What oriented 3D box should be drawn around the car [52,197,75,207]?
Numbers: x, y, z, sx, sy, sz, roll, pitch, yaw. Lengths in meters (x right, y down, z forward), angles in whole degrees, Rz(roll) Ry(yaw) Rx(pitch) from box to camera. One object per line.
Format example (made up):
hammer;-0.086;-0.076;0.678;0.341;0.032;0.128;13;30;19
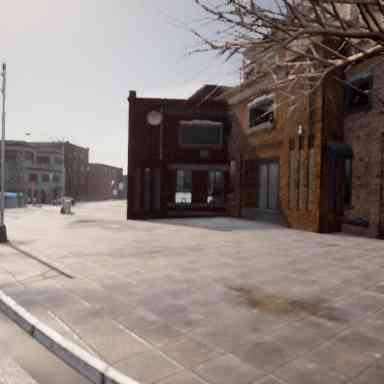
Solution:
car;-19.828;1.475;51.534;1.882;1.535;5.008;1;0;2
